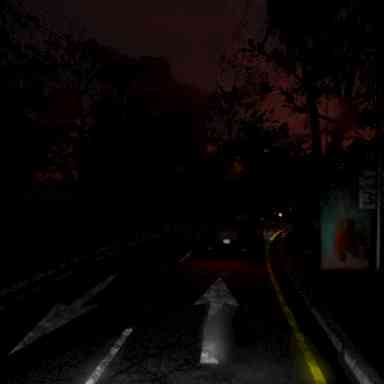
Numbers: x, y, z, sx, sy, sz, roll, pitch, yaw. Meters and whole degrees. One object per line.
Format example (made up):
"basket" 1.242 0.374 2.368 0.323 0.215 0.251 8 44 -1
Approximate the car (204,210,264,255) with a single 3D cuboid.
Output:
"car" 1.835 1.475 13.602 1.882 1.535 5.008 0 1 16

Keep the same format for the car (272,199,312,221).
"car" 7.943 1.330 25.545 1.837 1.490 4.892 1 2 42
